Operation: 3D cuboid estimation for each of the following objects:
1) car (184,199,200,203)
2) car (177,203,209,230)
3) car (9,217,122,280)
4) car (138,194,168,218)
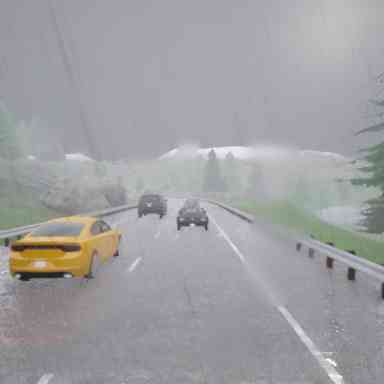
[{"bbox_3d":[-0.030,1.544,39.421,2.033,1.411,5.357,0,0,0],"label":"car"},{"bbox_3d":[0.032,1.599,21.241,1.895,1.301,4.718,0,0,0],"label":"car"},{"bbox_3d":[-3.433,1.479,10.001,1.882,1.535,5.008,0,0,0],"label":"car"},{"bbox_3d":[-3.484,1.221,30.008,2.150,2.045,5.566,0,0,0],"label":"car"}]
